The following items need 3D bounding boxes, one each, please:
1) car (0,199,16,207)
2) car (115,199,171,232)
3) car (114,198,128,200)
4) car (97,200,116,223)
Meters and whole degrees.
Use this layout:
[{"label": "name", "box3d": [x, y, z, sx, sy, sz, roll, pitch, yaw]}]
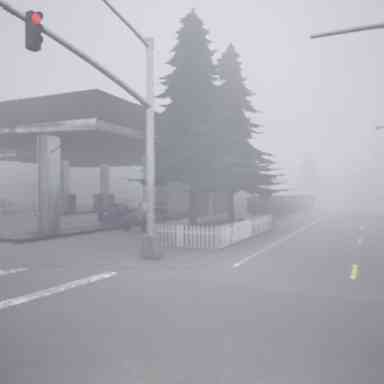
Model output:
[{"label": "car", "box3d": [-35.151, 2.069, 62.276, 4.514, 1.523, 2.007, -1, 0, 27]}, {"label": "car", "box3d": [-2.992, 1.600, 22.489, 1.905, 1.878, 3.866, -1, 0, 27]}, {"label": "car", "box3d": [-18.285, 2.094, 78.151, 5.027, 1.636, 2.152, -1, 0, 27]}, {"label": "car", "box3d": [-6.035, 1.831, 28.937, 2.242, 1.667, 4.611, -1, 0, 27]}]
